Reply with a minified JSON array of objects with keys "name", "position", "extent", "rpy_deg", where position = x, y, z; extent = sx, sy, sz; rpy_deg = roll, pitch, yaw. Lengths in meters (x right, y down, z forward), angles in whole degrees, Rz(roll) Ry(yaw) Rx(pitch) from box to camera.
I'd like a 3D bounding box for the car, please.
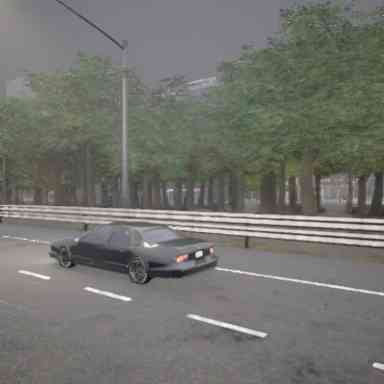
[{"name":"car","position":[-1.873,1.558,9.509],"extent":[5.357,1.411,2.033],"rpy_deg":[0,0,36]}]
